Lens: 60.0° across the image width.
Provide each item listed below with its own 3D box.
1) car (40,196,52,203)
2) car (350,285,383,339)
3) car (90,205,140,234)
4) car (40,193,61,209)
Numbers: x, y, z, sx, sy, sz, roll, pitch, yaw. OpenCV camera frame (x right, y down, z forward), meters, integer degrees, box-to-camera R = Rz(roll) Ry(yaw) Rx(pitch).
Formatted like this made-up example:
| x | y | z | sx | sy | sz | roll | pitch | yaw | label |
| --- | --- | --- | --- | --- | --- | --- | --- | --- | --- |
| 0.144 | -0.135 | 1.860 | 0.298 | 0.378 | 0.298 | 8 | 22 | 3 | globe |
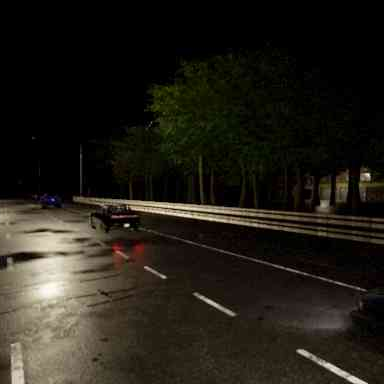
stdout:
| x | y | z | sx | sy | sz | roll | pitch | yaw | label |
| --- | --- | --- | --- | --- | --- | --- | --- | --- | --- |
| -29.344 | 1.461 | 67.061 | 1.812 | 1.442 | 4.674 | 0 | 0 | -18 | car |
| 4.402 | 1.545 | 3.142 | 2.033 | 1.411 | 5.357 | 0 | 0 | -29 | car |
| -4.514 | 1.475 | 19.072 | 2.128 | 1.511 | 4.902 | 0 | 0 | -29 | car |
| -19.381 | 1.179 | 45.633 | 2.150 | 2.045 | 5.566 | 0 | 0 | -29 | car |
